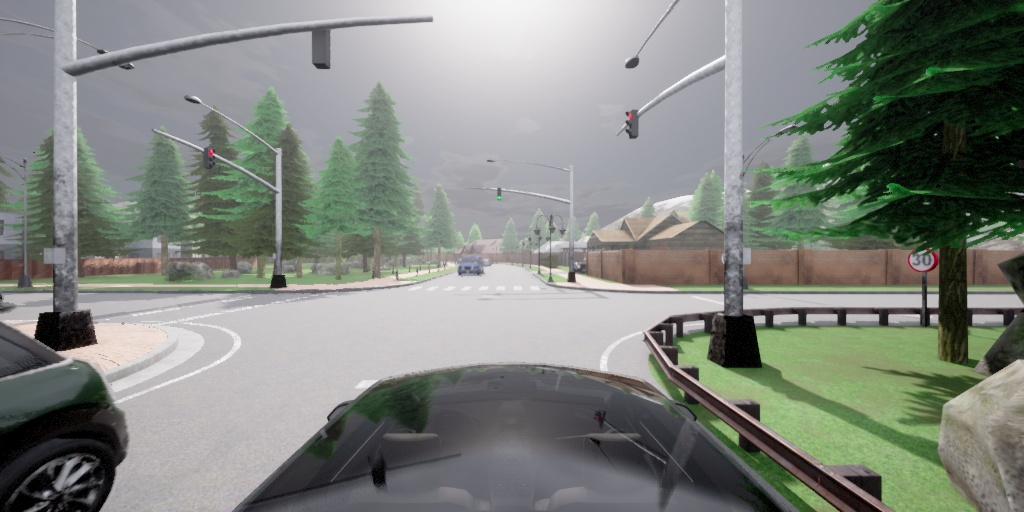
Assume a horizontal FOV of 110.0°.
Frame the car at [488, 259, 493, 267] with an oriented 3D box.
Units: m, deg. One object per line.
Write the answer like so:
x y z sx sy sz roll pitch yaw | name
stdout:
-4.609 1.238 64.990 2.128 1.511 4.902 0 1 -8 | car

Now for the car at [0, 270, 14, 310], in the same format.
-21.326 1.260 12.773 4.674 1.442 1.812 0 0 0 | car

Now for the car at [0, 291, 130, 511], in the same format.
-4.094 1.049 0.814 2.097 1.767 4.553 0 0 2 | car

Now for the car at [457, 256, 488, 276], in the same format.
-4.122 1.055 36.639 2.150 2.045 5.566 0 1 2 | car
